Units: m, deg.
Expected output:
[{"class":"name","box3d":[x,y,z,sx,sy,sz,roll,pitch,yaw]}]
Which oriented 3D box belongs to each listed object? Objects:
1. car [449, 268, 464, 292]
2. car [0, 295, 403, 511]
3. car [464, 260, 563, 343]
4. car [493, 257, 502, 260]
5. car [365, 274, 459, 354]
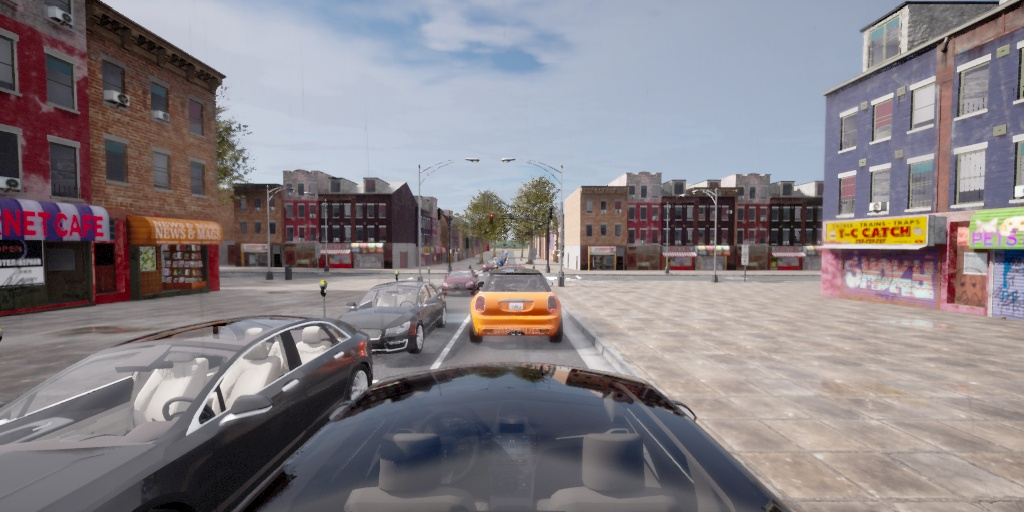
[{"class":"car","box3d":[-2.673,1.337,19.436,1.802,1.307,4.207,0,0,0]},{"class":"car","box3d":[-2.643,1.300,3.094,2.007,1.370,4.403,0,0,0]},{"class":"car","box3d":[0.085,1.101,9.852,2.097,1.767,4.553,0,0,0]},{"class":"car","box3d":[-2.724,1.245,46.212,1.967,1.591,4.097,0,0,0]},{"class":"car","box3d":[-2.653,1.299,8.542,2.007,1.370,4.403,0,0,0]}]
